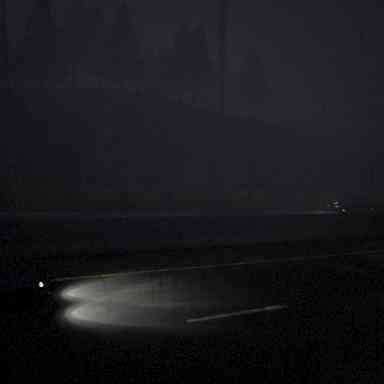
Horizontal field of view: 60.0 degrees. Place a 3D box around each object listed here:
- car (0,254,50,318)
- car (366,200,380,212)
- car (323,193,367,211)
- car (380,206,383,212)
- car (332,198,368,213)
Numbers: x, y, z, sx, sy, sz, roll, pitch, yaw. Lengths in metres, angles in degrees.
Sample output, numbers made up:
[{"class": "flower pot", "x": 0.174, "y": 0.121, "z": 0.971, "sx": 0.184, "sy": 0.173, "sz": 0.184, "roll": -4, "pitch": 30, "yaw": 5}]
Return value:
[{"class": "car", "x": -5.125, "y": 1.417, "z": 5.197, "sx": 5.357, "sy": 1.411, "sz": 2.033, "roll": 1, "pitch": 1, "yaw": -24}, {"class": "car", "x": 19.178, "y": 1.634, "z": 31.496, "sx": 4.718, "sy": 1.301, "sz": 1.895, "roll": 1, "pitch": 1, "yaw": -24}, {"class": "car", "x": 17.907, "y": 1.174, "z": 38.582, "sx": 5.566, "sy": 2.045, "sz": 2.150, "roll": 0, "pitch": 1, "yaw": -24}, {"class": "car", "x": 18.583, "y": 1.282, "z": 27.399, "sx": 5.566, "sy": 2.045, "sz": 2.150, "roll": 1, "pitch": 0, "yaw": -24}, {"class": "car", "x": 17.355, "y": 1.580, "z": 34.516, "sx": 4.718, "sy": 1.301, "sz": 1.895, "roll": 1, "pitch": 1, "yaw": -24}]
